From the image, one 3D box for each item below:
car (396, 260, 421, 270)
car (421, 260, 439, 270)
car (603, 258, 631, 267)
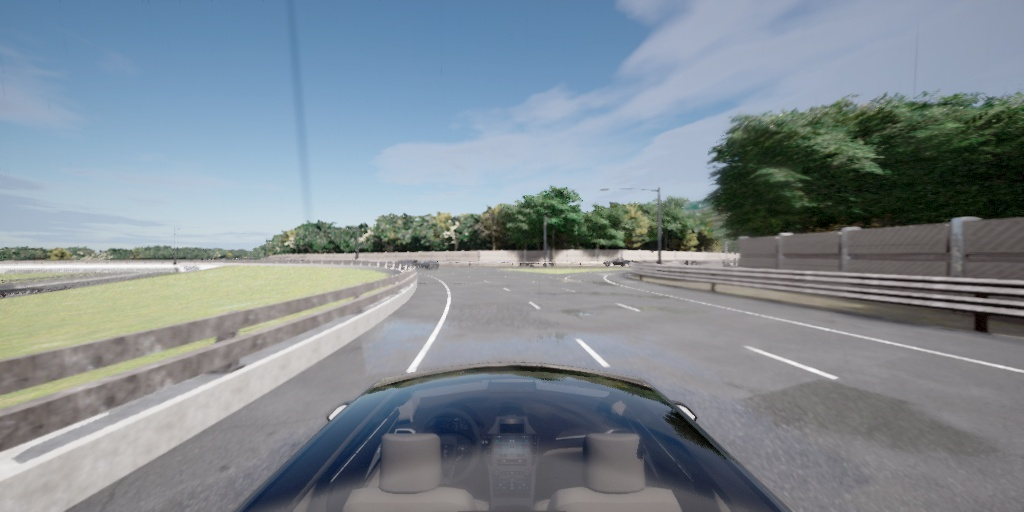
[{"bbox_3d":[-16.411,1.485,56.610,1.994,1.385,4.181,0,0,-33],"label":"car"},{"bbox_3d":[-13.406,1.407,58.402,2.128,1.511,4.902,0,0,-33],"label":"car"},{"bbox_3d":[18.436,1.126,62.774,4.892,1.490,1.837,0,0,-9],"label":"car"}]
